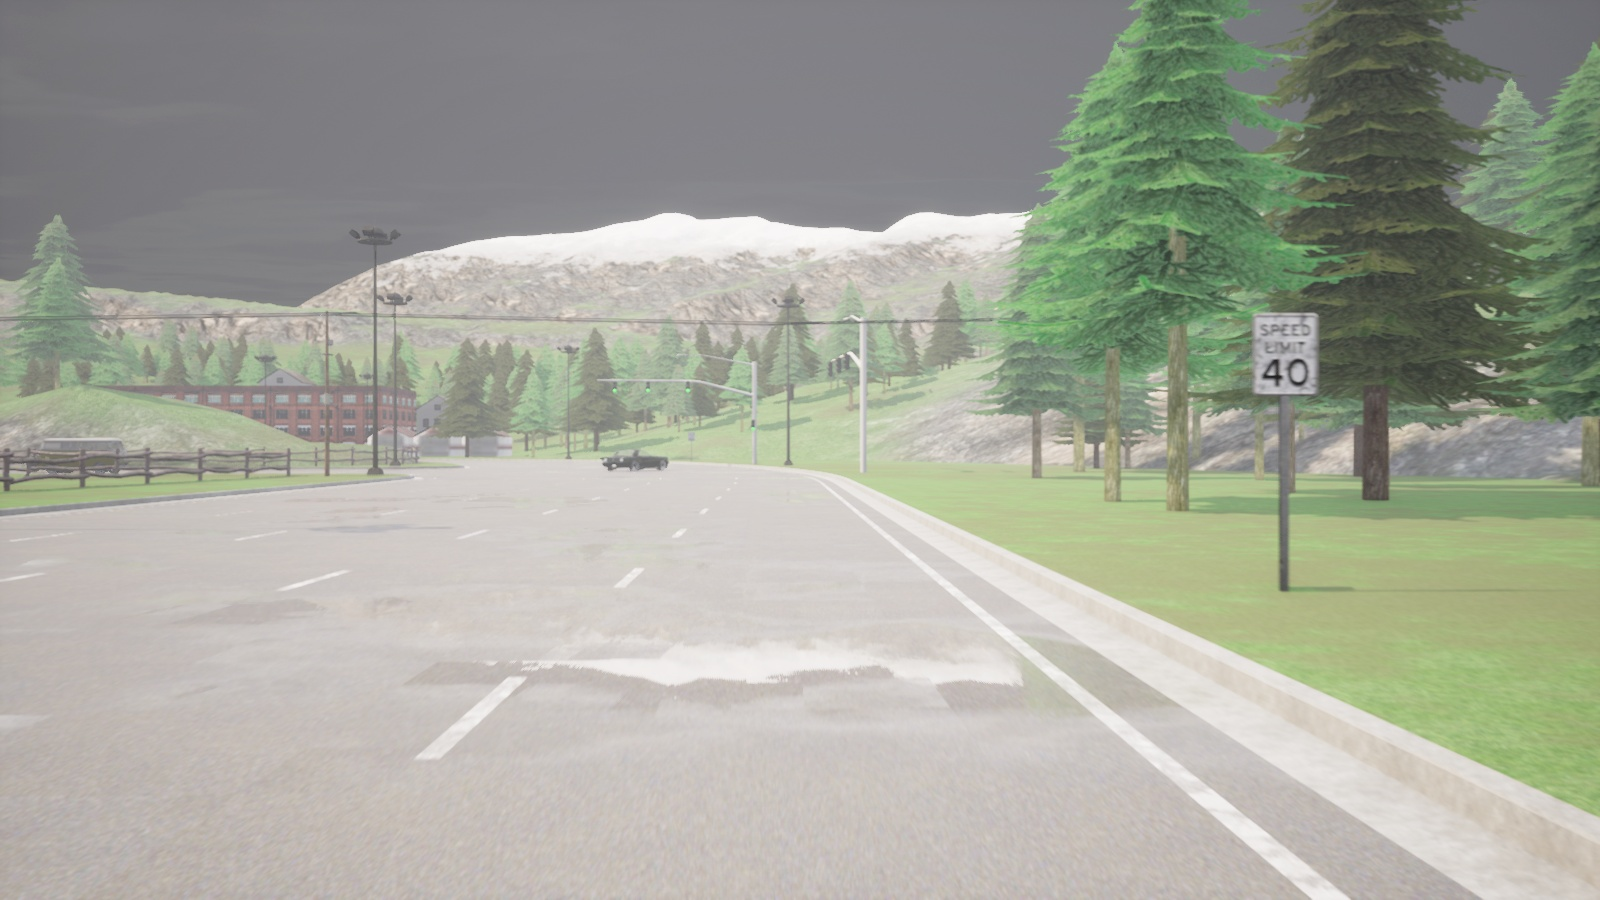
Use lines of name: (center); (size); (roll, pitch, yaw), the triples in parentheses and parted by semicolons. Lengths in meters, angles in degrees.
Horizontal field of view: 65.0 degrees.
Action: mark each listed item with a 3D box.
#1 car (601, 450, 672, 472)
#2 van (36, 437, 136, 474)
car: (-9.896, 0.636, 76.357); (1.895, 1.301, 4.718); (0, 0, 29)
van: (-39.151, 0.288, 68.911); (4.442, 1.987, 1.775); (0, 0, -2)
